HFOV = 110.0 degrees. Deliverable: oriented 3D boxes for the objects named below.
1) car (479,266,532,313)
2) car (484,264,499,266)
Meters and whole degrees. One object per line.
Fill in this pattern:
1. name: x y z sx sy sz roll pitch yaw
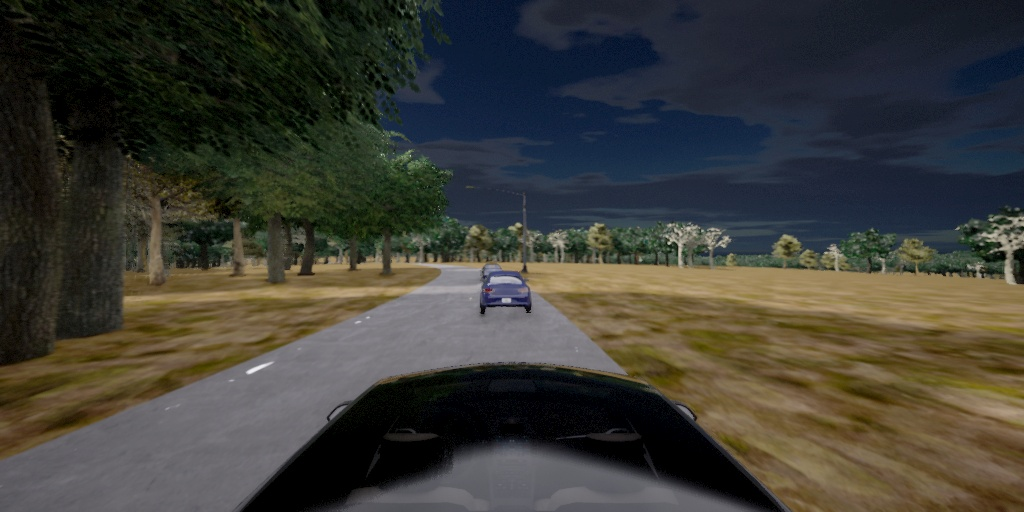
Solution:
1. car: -0.292 1.302 14.032 1.812 1.442 4.674 0 0 -3
2. car: -1.821 1.395 32.227 2.033 1.411 5.357 0 0 -7
